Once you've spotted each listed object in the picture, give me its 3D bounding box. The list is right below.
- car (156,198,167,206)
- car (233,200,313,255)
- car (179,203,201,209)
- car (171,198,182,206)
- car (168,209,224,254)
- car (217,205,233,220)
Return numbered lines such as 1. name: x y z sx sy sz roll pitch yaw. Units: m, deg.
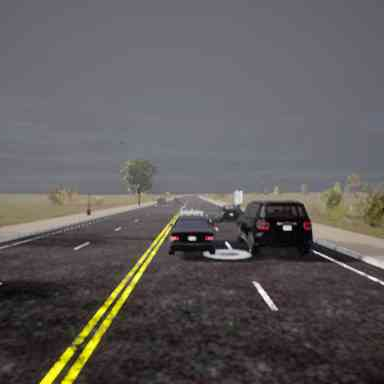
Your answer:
1. car: -6.496 1.997 71.181 2.097 1.767 4.553 0 0 0
2. car: 3.251 1.348 14.021 2.150 2.045 5.566 0 0 0
3. car: 0.003 1.869 29.107 1.895 1.301 4.718 0 0 0
4. car: -3.246 1.997 71.184 2.097 1.767 4.553 0 0 0
5. car: 0.002 1.678 13.992 2.033 1.411 5.357 0 0 0
6. car: 3.256 1.834 29.295 1.994 1.385 4.181 0 0 0
